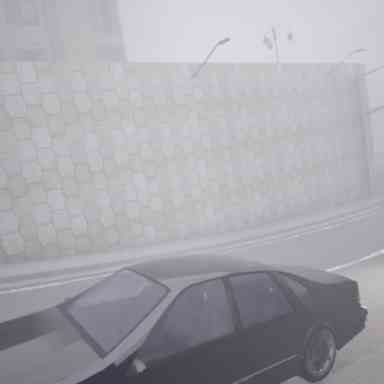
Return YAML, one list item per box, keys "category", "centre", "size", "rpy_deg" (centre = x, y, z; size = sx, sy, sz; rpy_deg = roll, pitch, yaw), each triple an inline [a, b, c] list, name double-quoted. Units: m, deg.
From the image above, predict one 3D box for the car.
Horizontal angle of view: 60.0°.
- category: "car"
  centre: [-0.100, 1.527, 3.839]
  size: [5.357, 1.411, 2.033]
  rpy_deg: [-1, 1, -35]
